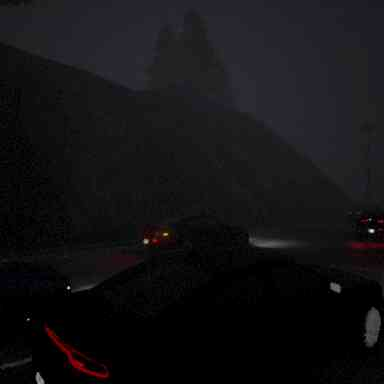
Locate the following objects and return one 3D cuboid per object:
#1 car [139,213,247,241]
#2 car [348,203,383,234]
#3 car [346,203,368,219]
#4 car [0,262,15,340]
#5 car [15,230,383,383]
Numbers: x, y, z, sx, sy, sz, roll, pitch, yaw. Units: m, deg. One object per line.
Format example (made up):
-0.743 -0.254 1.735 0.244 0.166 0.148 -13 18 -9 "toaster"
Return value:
0.192 1.534 12.920 4.674 1.442 1.812 0 0 -39 "car"
10.021 1.522 16.967 4.892 1.490 1.837 0 0 -44 "car"
13.478 1.572 25.445 2.033 1.411 5.357 0 0 42 "car"
-4.590 1.547 4.812 5.357 1.411 2.033 0 0 -35 "car"
0.659 1.481 4.395 5.008 1.535 1.882 0 0 -37 "car"
